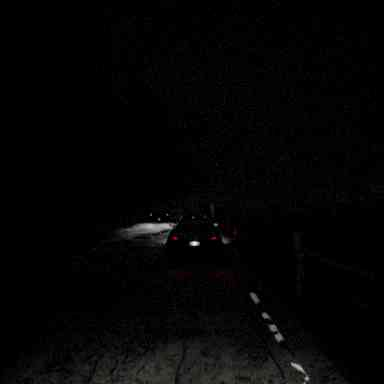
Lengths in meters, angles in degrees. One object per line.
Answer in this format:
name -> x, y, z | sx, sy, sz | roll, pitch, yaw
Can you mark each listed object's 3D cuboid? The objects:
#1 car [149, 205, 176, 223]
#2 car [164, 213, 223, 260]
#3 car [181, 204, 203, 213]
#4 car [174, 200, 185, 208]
car -> -2.836, 2.106, 31.055 | 1.895, 1.301, 4.718 | 0, -1, 0
car -> 0.095, 1.718, 13.074 | 1.994, 1.385, 4.181 | 0, -1, 0
car -> 0.111, 2.124, 31.868 | 1.895, 1.301, 4.718 | 0, -1, 0
car -> -2.719, 2.794, 72.108 | 2.150, 2.045, 5.566 | 0, -2, 0
